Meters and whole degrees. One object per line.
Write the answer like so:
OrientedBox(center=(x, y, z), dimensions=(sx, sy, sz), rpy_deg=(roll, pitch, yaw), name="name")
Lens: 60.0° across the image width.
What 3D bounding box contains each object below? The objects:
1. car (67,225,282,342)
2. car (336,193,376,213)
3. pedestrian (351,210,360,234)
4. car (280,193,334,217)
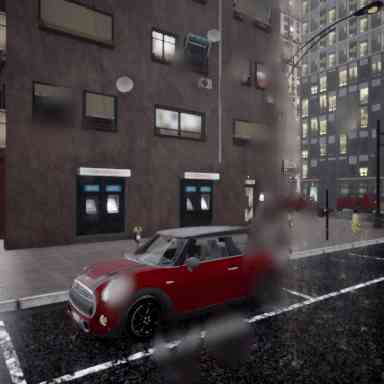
OrientedBox(center=(-0.205, 1.440, 6.410), dimensions=(4.097, 1.590, 1.967), rpy_deg=(0, 0, -35), name="car")
OrientedBox(center=(15.413, 1.028, 32.296), dimensions=(2.192, 1.841, 5.009), rpy_deg=(1, 0, -36), name="car")
OrientedBox(center=(8.105, 1.423, 16.360), dimensions=(0.375, 1.300, 0.375), rpy_deg=(0, 0, -35), name="pedestrian")
OrientedBox(center=(8.671, 1.009, 27.322), dimensions=(2.192, 1.841, 5.009), rpy_deg=(2, 0, -36), name="car")
